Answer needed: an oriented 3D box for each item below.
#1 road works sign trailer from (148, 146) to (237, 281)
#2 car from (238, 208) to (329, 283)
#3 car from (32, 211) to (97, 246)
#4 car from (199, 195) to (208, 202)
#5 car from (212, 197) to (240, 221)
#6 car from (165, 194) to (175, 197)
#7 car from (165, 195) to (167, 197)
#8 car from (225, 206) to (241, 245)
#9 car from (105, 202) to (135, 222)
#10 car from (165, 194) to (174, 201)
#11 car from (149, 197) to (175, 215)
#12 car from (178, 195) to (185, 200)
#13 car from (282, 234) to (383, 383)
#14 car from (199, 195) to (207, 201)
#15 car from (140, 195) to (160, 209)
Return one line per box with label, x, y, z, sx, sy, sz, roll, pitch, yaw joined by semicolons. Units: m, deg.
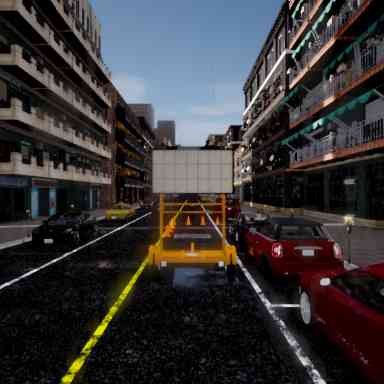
road works sign trailer;0.016;0.464;9.819;2.380;3.560;2.880;0;0;0
car;2.707;1.440;9.683;1.967;1.590;4.097;0;0;0
car;-5.666;1.565;15.334;1.947;1.339;4.313;0;0;0
car;2.807;1.500;77.489;1.752;1.417;4.829;0;0;0
car;2.733;1.312;26.592;2.192;1.841;5.009;0;0;0
car;-5.573;1.290;77.336;2.192;1.841;5.009;0;0;0
car;-5.608;1.568;54.790;1.802;1.307;4.206;0;0;0
car;2.715;1.550;15.318;2.008;1.369;4.403;0;0;0
car;-5.649;1.522;26.437;1.752;1.417;4.829;0;0;0
car;-5.566;1.412;82.971;1.967;1.590;4.097;0;0;0
car;-3.049;1.519;34.489;1.812;1.442;4.674;0;0;0
car;-2.867;1.484;89.825;1.837;1.490;4.892;0;0;0
car;2.699;1.545;4.046;1.887;1.381;4.507;0;0;0
car;2.823;1.514;88.592;1.887;1.381;4.507;0;0;0
car;-5.624;1.431;43.517;1.967;1.590;4.097;0;0;0
